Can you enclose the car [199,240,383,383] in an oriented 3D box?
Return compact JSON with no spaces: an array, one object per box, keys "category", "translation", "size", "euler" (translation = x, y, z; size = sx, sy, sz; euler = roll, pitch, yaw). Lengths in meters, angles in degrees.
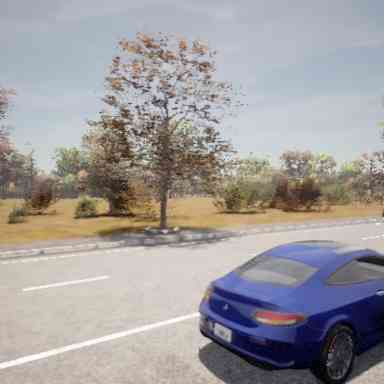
[{"category":"car","translation":[2.257,1.521,5.318],"size":[4.674,1.442,1.812],"euler":[0,0,-35]}]
